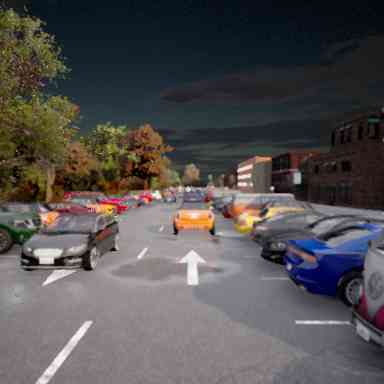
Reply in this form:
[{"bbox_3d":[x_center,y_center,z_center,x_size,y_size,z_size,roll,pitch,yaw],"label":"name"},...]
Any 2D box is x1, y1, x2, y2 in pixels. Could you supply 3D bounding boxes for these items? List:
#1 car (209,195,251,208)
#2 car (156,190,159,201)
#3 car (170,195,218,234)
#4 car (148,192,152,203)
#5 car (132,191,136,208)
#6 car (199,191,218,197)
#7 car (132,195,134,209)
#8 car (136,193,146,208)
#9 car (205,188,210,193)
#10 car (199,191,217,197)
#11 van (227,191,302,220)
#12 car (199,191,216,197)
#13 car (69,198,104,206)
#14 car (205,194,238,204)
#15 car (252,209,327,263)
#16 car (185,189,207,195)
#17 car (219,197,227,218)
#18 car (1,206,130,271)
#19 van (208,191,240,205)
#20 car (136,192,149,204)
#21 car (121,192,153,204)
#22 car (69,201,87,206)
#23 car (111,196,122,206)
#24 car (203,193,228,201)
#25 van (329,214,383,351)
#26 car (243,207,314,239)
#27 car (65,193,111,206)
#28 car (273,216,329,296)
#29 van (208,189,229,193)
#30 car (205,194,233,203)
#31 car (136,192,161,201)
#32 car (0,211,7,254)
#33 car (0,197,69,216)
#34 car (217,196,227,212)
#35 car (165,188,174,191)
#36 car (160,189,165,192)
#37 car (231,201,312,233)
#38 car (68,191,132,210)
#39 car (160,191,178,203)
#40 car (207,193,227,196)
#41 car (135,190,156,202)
[{"bbox_3d":[4.557,1.173,40.481,4.892,1.521,2.231,0,0,0],"label":"car"},{"bbox_3d":[-8.557,0.900,57.057,4.553,1.767,2.185,0,1,0],"label":"car"},{"bbox_3d":[0.105,1.222,18.546,2.097,1.767,4.553,0,0,0],"label":"car"},{"bbox_3d":[-8.714,1.121,45.919,5.366,1.575,1.946,0,1,0],"label":"car"},{"bbox_3d":[-8.562,1.095,34.903,4.553,1.767,2.185,0,0,0],"label":"car"},{"bbox_3d":[4.343,0.578,88.720,4.792,1.488,2.163,0,1,0],"label":"car"},{"bbox_3d":[-8.538,1.245,32.119,4.892,1.521,2.231,0,0,0],"label":"car"},{"bbox_3d":[-8.500,1.202,40.473,4.792,1.488,2.163,0,0,0],"label":"car"},{"bbox_3d":[4.580,0.872,46.045,5.566,2.045,2.435,0,1,0],"label":"car"},{"bbox_3d":[4.378,0.558,91.547,4.674,1.452,2.002,0,1,0],"label":"car"},{"bbox_3d":[4.662,1.107,20.934,4.442,1.987,1.878,0,0,0],"label":"van"},{"bbox_3d":[4.386,0.527,94.372,4.674,1.452,2.002,0,1,0],"label":"car"},{"bbox_3d":[-8.529,1.332,20.979,5.008,1.535,2.097,0,0,0],"label":"car"},{"bbox_3d":[4.560,1.075,51.614,4.892,1.521,2.231,0,1,0],"label":"car"},{"bbox_3d":[4.548,1.413,9.865,5.008,1.535,2.097,0,0,0],"label":"car"},{"bbox_3d":[0.120,0.964,34.579,2.150,2.045,5.566,0,0,0],"label":"car"},{"bbox_3d":[4.575,1.340,23.782,4.792,1.488,2.163,0,0,0],"label":"car"},{"bbox_3d":[-3.597,1.419,10.684,2.128,1.511,4.902,0,0,0],"label":"car"},{"bbox_3d":[4.669,0.874,48.704,4.442,1.987,1.878,0,1,0],"label":"van"},{"bbox_3d":[-8.534,1.148,43.259,5.008,1.535,2.097,0,0,0],"label":"car"},{"bbox_3d":[-8.496,0.948,51.612,4.553,1.767,2.185,0,1,0],"label":"car"},{"bbox_3d":[-8.538,1.393,18.195,4.674,1.452,2.002,0,0,0],"label":"car"},{"bbox_3d":[-8.538,1.288,26.548,5.008,1.535,2.097,0,0,0],"label":"car"},{"bbox_3d":[4.541,0.991,65.388,4.674,1.452,2.002,-1,1,0],"label":"car"},{"bbox_3d":[4.424,1.225,4.297,4.442,1.987,1.878,0,0,0],"label":"van"},{"bbox_3d":[4.541,1.434,12.649,4.674,1.452,2.002,0,0,0],"label":"car"},{"bbox_3d":[-8.502,1.185,23.762,4.553,1.767,2.185,0,0,0],"label":"car"},{"bbox_3d":[4.536,1.432,7.082,5.008,1.535,2.097,0,0,0],"label":"car"},{"bbox_3d":[4.668,0.922,43.263,4.442,1.987,1.878,0,1,0],"label":"van"},{"bbox_3d":[4.552,1.064,57.180,4.674,1.452,2.002,0,1,0],"label":"car"},{"bbox_3d":[-8.492,0.824,65.537,4.553,1.767,2.185,0,1,0],"label":"car"},{"bbox_3d":[-8.566,1.443,9.838,4.792,1.488,2.163,0,0,0],"label":"car"},{"bbox_3d":[-8.505,1.248,15.408,4.553,1.767,2.185,0,0,0],"label":"car"},{"bbox_3d":[4.545,1.306,29.348,4.674,1.452,2.002,0,0,0],"label":"car"},{"bbox_3d":[-8.160,0.361,94.371,4.553,1.767,2.185,0,1,0],"label":"car"},{"bbox_3d":[-8.553,0.724,62.750,5.566,2.045,2.435,0,1,0],"label":"car"},{"bbox_3d":[4.729,1.370,15.432,5.366,1.575,1.946,0,0,0],"label":"car"},{"bbox_3d":[-8.505,1.015,29.333,5.566,2.045,2.435,0,0,0],"label":"car"},{"bbox_3d":[-3.548,1.062,54.187,2.128,1.511,4.902,0,1,0],"label":"car"},{"bbox_3d":[4.364,1.193,37.698,5.366,1.575,1.946,0,0,0],"label":"car"},{"bbox_3d":[-8.556,0.848,48.701,5.566,2.045,2.435,0,1,0],"label":"car"}]
